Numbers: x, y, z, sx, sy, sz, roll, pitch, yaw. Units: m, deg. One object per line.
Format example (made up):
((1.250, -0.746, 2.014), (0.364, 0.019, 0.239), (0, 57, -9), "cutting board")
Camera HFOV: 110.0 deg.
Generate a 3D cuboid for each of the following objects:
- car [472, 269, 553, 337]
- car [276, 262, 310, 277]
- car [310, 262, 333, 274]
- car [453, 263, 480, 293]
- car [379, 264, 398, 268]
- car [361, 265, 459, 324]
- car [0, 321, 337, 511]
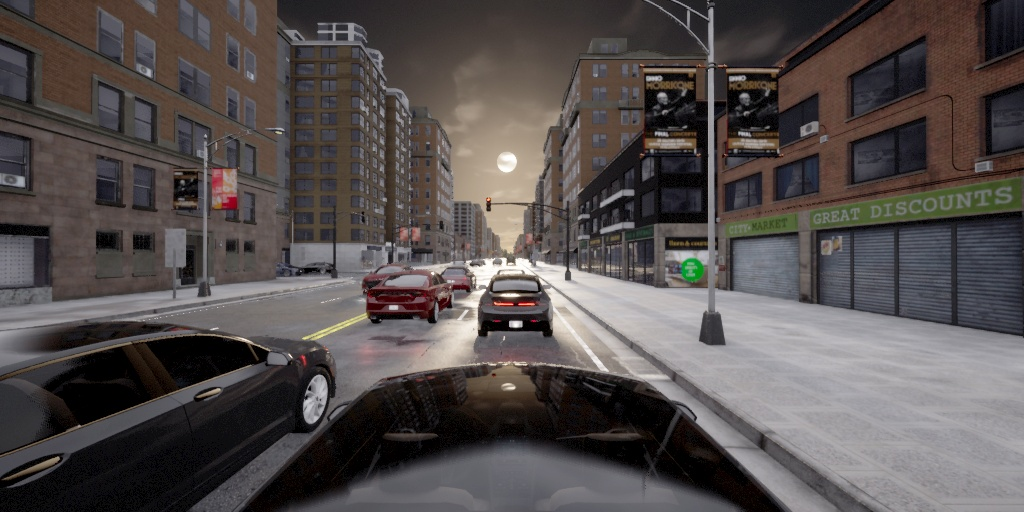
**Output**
((0.077, 1.256, 10.329), (1.837, 1.490, 4.892), (0, 0, 0), "car")
((-22.726, 1.316, 35.224), (4.181, 1.385, 1.994), (0, 0, 0), "car")
((-22.256, 1.347, 40.704), (4.313, 1.339, 1.948), (0, 0, 0), "car")
((-3.199, 1.317, 20.977), (1.994, 1.385, 4.181), (0, 0, -1), "car")
((-6.653, 1.230, 20.000), (1.882, 1.535, 5.008), (0, 0, 0), "car")
((-3.179, 1.229, 12.083), (1.882, 1.535, 5.008), (0, 0, 0), "car")
((-3.152, 1.255, 2.648), (1.837, 1.490, 4.892), (0, 0, 0), "car")
